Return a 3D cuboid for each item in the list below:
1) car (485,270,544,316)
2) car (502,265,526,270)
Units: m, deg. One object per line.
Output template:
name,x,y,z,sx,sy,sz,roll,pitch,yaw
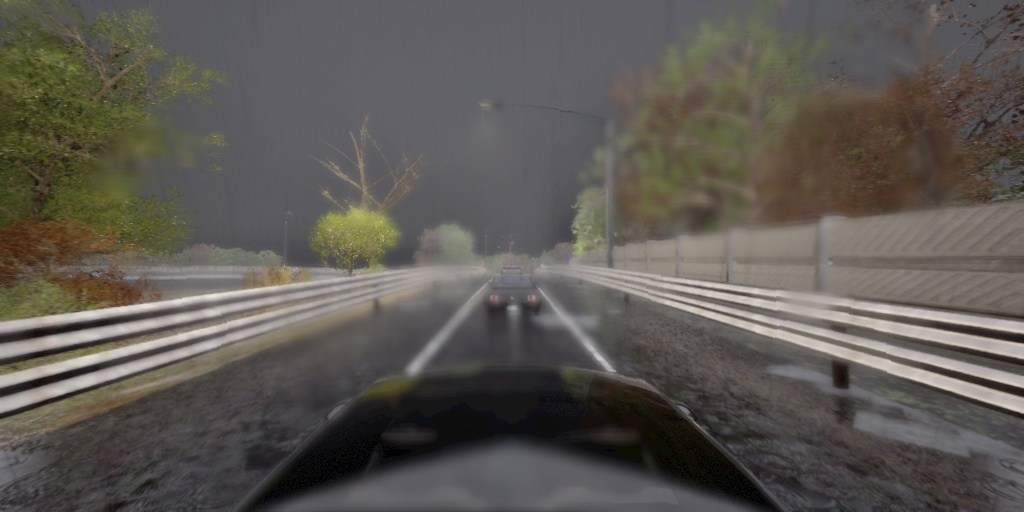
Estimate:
car,0.091,1.390,13.552,1.895,1.301,4.718,0,0,0
car,0.151,1.484,30.915,2.128,1.511,4.902,0,-1,0
